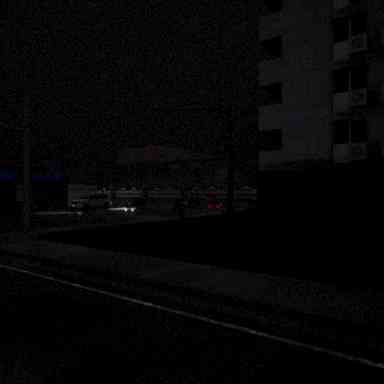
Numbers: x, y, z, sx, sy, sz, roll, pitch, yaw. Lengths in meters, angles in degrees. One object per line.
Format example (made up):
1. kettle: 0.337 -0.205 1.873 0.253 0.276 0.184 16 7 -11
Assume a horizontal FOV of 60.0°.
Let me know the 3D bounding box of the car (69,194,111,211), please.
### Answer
1. car: -12.335 1.221 40.738 2.150 2.045 5.566 0 0 29

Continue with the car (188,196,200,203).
1. car: 0.354 1.564 67.487 1.994 1.385 4.181 0 0 -8

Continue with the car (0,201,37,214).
1. car: -17.921 1.601 32.486 1.895 1.301 4.718 0 0 35

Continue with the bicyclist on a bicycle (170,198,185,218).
1. bicyclist on a bicycle: -1.204 1.300 27.316 1.656 1.620 0.582 0 0 36

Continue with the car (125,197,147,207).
1. car: -8.387 1.491 50.014 2.128 1.511 4.902 0 0 15

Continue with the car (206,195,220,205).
1. car: 3.882 1.526 58.485 1.812 1.442 4.674 0 0 4

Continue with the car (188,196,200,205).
1. car: 0.410 1.564 59.076 1.994 1.385 4.181 0 0 4
